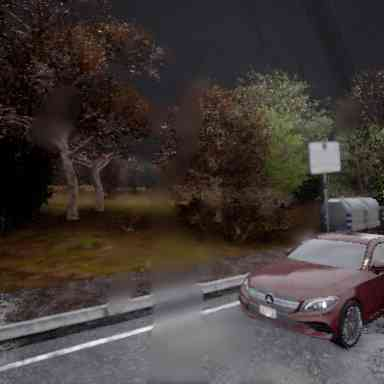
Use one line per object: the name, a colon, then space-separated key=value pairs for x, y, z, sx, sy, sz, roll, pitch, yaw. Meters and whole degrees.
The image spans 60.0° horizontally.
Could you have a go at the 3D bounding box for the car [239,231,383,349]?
car: x=2.960 y=1.540 z=6.443 sx=4.674 sy=1.442 sz=1.812 roll=0 pitch=0 yaw=-38
